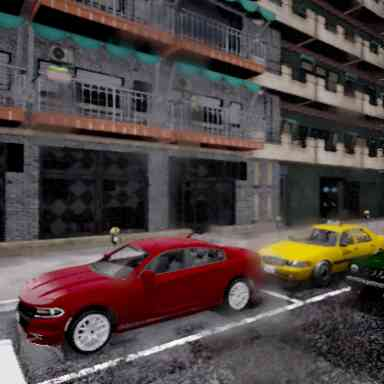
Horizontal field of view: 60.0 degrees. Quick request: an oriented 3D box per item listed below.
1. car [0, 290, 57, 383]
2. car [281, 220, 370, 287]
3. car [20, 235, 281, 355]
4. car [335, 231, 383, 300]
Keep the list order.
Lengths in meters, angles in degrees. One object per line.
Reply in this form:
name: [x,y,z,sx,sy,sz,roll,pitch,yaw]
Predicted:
car: [-3.117,1.605,1.153,4.718,1.301,1.895,0,0,-36]
car: [3.810,1.505,9.264,4.829,1.417,1.752,0,1,-35]
car: [-0.662,1.536,6.076,4.507,1.381,1.887,0,1,-35]
car: [5.350,1.581,7.182,4.718,1.301,1.895,0,0,-35]
